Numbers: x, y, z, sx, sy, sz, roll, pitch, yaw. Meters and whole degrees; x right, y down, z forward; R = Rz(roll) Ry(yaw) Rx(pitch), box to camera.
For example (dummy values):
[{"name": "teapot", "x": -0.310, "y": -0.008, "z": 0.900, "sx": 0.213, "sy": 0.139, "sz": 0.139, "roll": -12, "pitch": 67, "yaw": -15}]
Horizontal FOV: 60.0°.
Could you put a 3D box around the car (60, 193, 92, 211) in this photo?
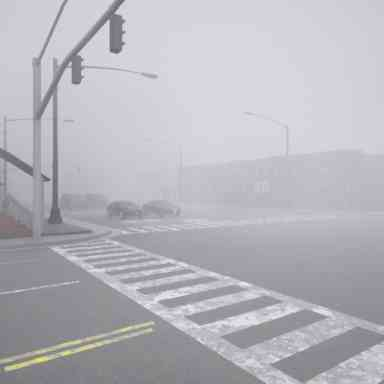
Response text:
[{"name": "car", "x": -14.855, "y": 1.219, "z": 41.645, "sx": 2.150, "sy": 2.045, "sz": 5.566, "roll": 0, "pitch": 0, "yaw": -35}]

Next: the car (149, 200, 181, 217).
[{"name": "car", "x": -2.913, "y": 1.491, "z": 30.948, "sx": 2.128, "sy": 1.511, "sz": 4.902, "roll": 0, "pitch": 0, "yaw": -35}]

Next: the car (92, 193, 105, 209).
[{"name": "car", "x": -12.969, "y": 1.220, "z": 45.031, "sx": 2.150, "sy": 2.045, "sz": 5.566, "roll": 0, "pitch": 0, "yaw": -35}]

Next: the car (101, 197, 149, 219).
[{"name": "car", "x": -5.940, "y": 1.505, "z": 29.151, "sx": 1.837, "sy": 1.490, "sz": 4.892, "roll": 0, "pitch": 0, "yaw": -36}]
